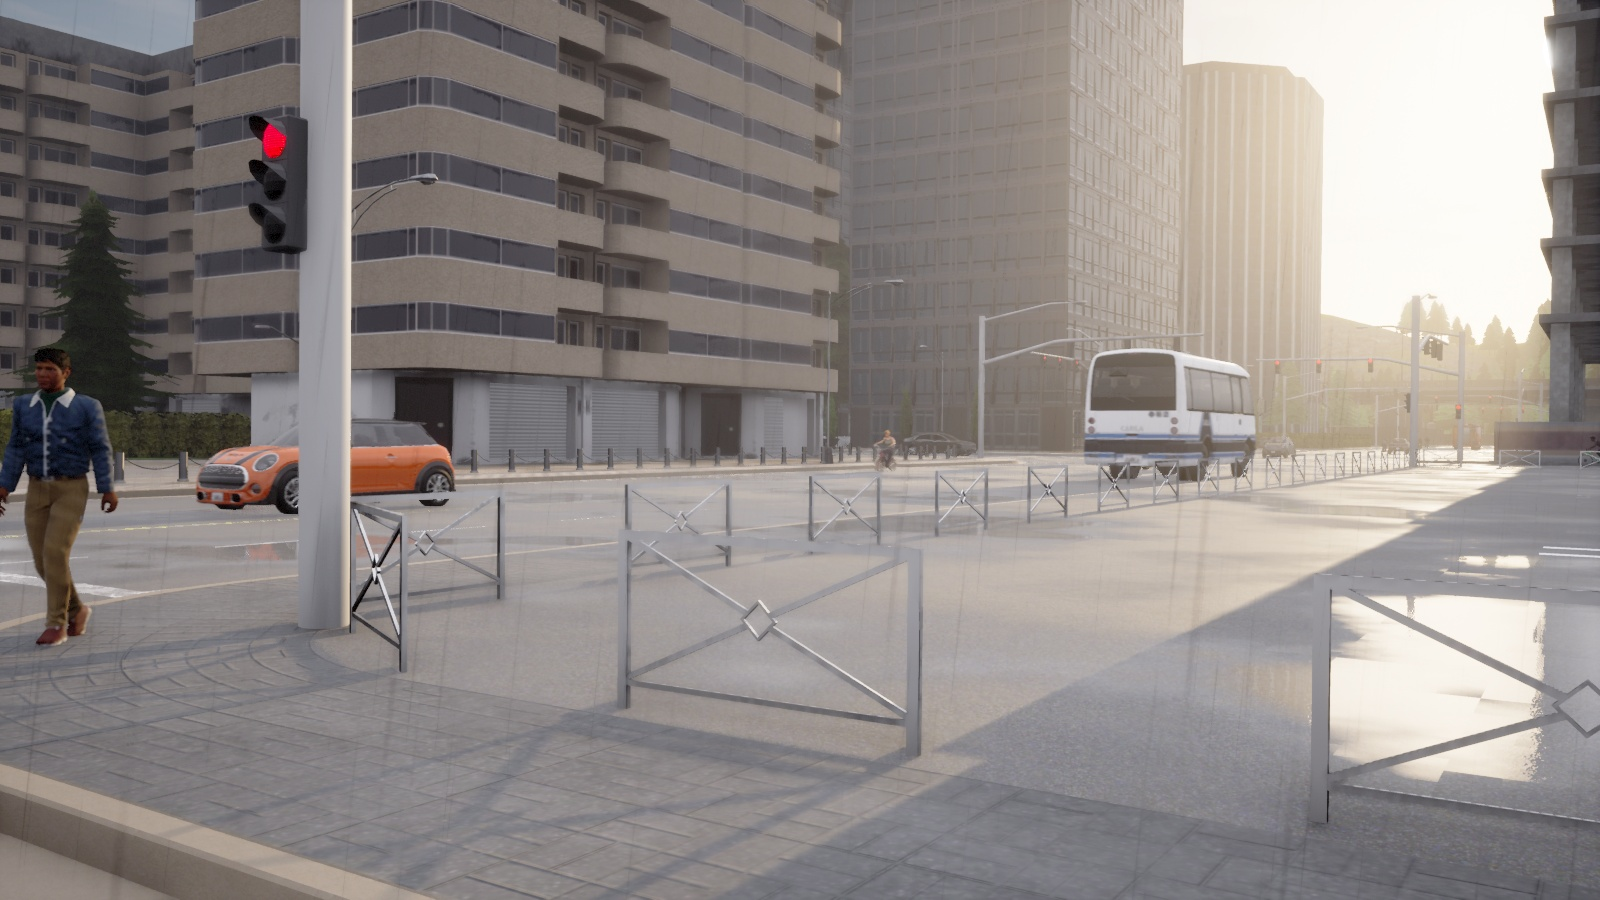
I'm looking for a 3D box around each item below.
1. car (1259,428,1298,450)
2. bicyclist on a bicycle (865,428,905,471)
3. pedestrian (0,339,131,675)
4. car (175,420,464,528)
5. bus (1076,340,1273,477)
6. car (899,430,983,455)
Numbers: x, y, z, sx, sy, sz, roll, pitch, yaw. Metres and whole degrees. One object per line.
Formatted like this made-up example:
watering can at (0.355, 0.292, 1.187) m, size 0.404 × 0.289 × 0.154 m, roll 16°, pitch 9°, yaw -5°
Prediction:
car at (33.980, -0.779, 89.108) m, size 1.845 × 1.501 × 3.633 m, roll 0°, pitch 1°, yaw 33°
bicyclist on a bicycle at (3.246, -0.015, 47.872) m, size 0.866 × 1.612 × 1.509 m, roll 0°, pitch 1°, yaw 33°
pedestrian at (-4.533, 0.326, 7.691) m, size 0.423 × 1.949 × 0.788 m, roll -1°, pitch 1°, yaw 0°
car at (-8.635, 0.355, 22.984) m, size 2.097 × 1.767 × 4.553 m, roll 0°, pitch 1°, yaw 33°
bus at (13.477, -1.373, 44.374) m, size 3.944 × 4.253 × 10.273 m, roll 0°, pitch 1°, yaw 33°
car at (8.848, -0.475, 78.846) m, size 4.892 × 1.490 × 1.837 m, roll 0°, pitch 1°, yaw 32°
